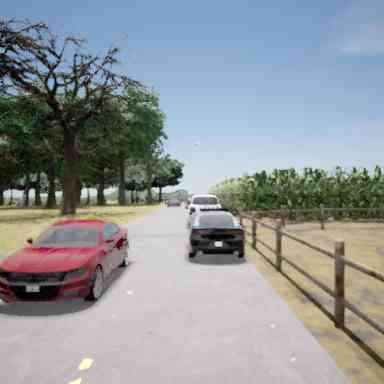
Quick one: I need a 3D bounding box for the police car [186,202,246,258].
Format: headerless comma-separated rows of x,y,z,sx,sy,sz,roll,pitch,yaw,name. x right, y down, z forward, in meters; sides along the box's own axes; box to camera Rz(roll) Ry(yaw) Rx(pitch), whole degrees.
0.820,1.404,12.872,1.930,1.638,5.238,0,0,0,police car

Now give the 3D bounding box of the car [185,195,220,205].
0.817,1.215,22.799,2.150,2.045,5.566,0,0,0,car

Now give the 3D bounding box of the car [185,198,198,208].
-0.007,1.604,49.503,1.812,1.442,4.674,0,0,0,car

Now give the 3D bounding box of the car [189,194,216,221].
0.815,1.232,28.801,2.150,2.045,5.566,0,0,0,car

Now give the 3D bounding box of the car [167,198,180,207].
-2.831,1.615,51.858,1.812,1.442,4.674,0,-1,0,car

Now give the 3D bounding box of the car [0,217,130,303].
-2.852,1.459,8.455,1.882,1.535,5.008,0,0,0,car

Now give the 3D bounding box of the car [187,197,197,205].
-0.021,1.692,63.781,1.837,1.490,4.892,0,-1,0,car
